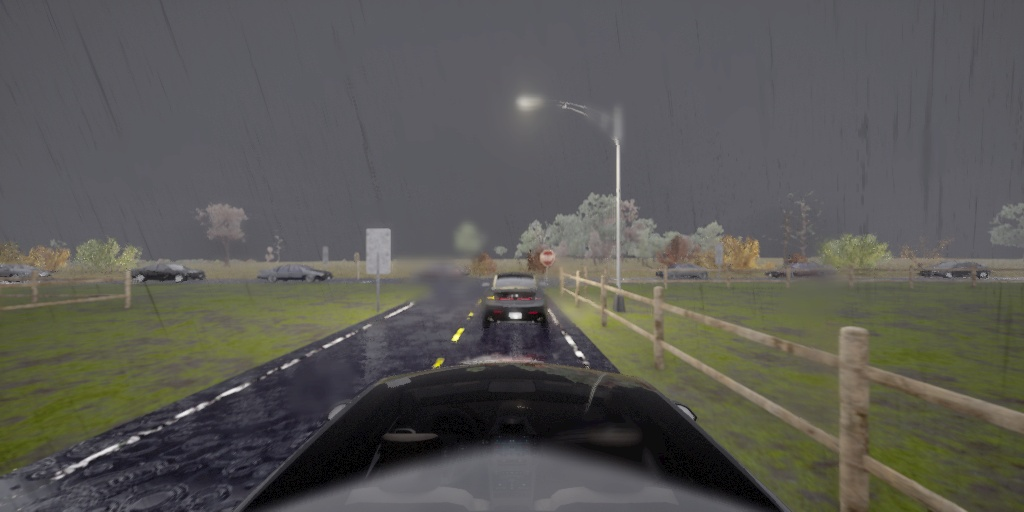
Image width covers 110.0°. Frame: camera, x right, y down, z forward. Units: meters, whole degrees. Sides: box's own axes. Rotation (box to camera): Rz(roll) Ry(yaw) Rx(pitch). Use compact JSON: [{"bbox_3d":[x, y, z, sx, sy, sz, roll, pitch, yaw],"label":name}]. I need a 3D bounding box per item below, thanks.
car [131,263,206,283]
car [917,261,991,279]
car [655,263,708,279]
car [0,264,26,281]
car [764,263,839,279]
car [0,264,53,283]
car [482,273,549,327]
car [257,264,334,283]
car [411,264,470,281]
[{"bbox_3d":[-27.642,1.339,28.983,5.008,1.535,1.882,0,0,0],"label":"car"},{"bbox_3d":[38.597,1.217,31.375,4.892,1.490,1.837,-1,0,1],"label":"car"},{"bbox_3d":[14.902,1.315,31.588,4.181,1.385,1.994,0,0,0],"label":"car"},{"bbox_3d":[-46.984,1.448,32.037,4.674,1.442,1.812,0,0,1],"label":"car"},{"bbox_3d":[25.373,1.278,31.500,5.357,1.411,2.033,0,0,1],"label":"car"},{"bbox_3d":[-40.453,1.392,29.096,4.902,1.511,2.128,0,0,0],"label":"car"},{"bbox_3d":[0.099,1.269,11.518,1.837,1.490,4.892,0,0,0],"label":"car"},{"bbox_3d":[-17.392,1.380,28.896,5.357,1.411,2.033,0,0,1],"label":"car"},{"bbox_3d":[-6.141,1.350,30.602,5.357,1.411,2.033,0,0,30],"label":"car"}]
